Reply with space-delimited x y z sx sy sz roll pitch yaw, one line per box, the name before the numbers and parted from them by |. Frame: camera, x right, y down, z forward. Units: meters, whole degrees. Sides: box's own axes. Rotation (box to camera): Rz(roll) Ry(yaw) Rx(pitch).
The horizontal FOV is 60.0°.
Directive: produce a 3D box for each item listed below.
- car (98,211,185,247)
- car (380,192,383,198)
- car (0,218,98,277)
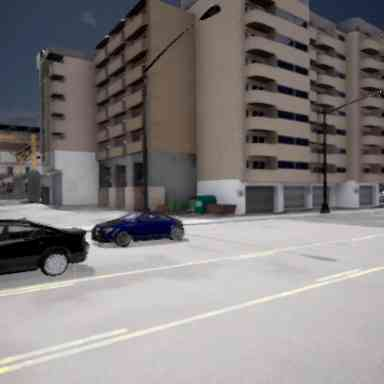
car | -2.371 1.574 15.175 4.181 1.385 1.994 0 0 -35
car | 35.744 0.677 61.270 3.806 1.475 1.970 -2 1 -35
car | -5.322 1.477 8.759 5.008 1.535 1.882 0 0 -35
